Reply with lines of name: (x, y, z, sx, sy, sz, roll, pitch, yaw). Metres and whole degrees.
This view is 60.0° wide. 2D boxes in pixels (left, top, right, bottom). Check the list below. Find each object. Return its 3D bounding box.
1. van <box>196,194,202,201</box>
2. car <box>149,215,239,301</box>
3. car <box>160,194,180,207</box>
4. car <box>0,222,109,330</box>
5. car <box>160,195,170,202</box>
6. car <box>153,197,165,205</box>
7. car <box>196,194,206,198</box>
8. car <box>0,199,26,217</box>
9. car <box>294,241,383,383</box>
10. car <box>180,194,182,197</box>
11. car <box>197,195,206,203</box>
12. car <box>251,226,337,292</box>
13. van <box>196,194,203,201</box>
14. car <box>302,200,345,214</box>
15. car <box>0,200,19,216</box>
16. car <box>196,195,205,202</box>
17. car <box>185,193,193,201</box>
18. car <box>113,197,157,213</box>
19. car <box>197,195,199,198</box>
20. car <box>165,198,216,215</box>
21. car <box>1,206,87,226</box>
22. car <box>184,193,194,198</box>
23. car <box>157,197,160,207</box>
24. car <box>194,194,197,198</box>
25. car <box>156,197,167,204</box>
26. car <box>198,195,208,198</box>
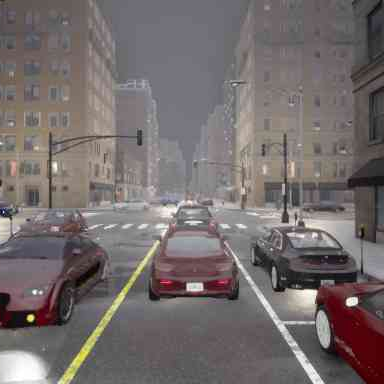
van: (1.921, 1.504, 91.171, 1.690, 1.788, 3.998, 0, 0, -1)
car: (0.012, 1.528, 8.233, 1.812, 1.442, 4.674, 0, 0, -1)
car: (-3.371, 1.265, 52.198, 2.150, 2.045, 5.566, 0, 0, -1)
car: (-3.119, 1.566, 6.933, 1.994, 1.385, 4.181, 0, 0, 0)
car: (-6.469, 1.560, 80.061, 1.967, 1.590, 4.097, 0, 0, -1)
car: (-6.267, 1.614, 63.538, 1.887, 1.381, 4.507, 0, 0, -1)
car: (2.256, 1.595, 63.807, 1.752, 1.417, 4.829, 0, 0, -1)
car: (-18.053, 1.416, 30.130, 4.902, 1.511, 2.128, 0, 0, -1)
car: (2.667, 1.545, 3.206, 1.887, 1.381, 4.507, 0, 0, 0)
car: (-3.487, 1.649, 69.258, 1.994, 1.385, 4.181, 0, 0, -1)
car: (2.123, 1.541, 74.651, 1.967, 1.590, 4.097, 0, 0, -1)
car: (2.651, 1.553, 8.697, 2.008, 1.369, 4.403, 0, 0, 0)
van: (1.989, 1.482, 85.665, 1.690, 1.788, 3.998, 0, 0, -1)
car: (14.607, 1.648, 37.120, 4.674, 1.442, 1.812, 0, 0, 1)
car: (-17.175, 1.123, 26.890, 5.566, 2.045, 2.150, 0, 0, 0)
car: (2.056, 1.560, 80.157, 1.967, 1.590, 4.097, 0, 0, -1)
car: (-0.738, 1.384, 90.066, 2.150, 2.045, 5.566, 0, 0, -1)
car: (-6.851, 1.551, 38.407, 4.674, 1.442, 1.812, 0, 1, -41)
car: (2.326, 1.623, 58.130, 1.947, 1.339, 4.313, 0, 0, -1)
car: (0.055, 1.358, 15.537, 2.097, 1.767, 4.553, 0, 0, 0)
car: (-5.890, 1.445, 14.161, 1.967, 1.590, 4.097, 0, 0, 0)
car: (-0.606, 1.342, 79.348, 2.150, 2.045, 5.566, 0, 0, -1)
car: (-6.131, 1.596, 52.522, 2.008, 1.369, 4.403, 0, 0, -1)
car: (2.192, 1.400, 69.144, 2.192, 1.841, 5.009, 0, 0, -1)
car: (-6.335, 1.666, 69.045, 1.802, 1.307, 4.206, 0, 0, -1)
car: (2.393, 1.590, 52.623, 1.887, 1.381, 4.507, 0, 0, -1)
